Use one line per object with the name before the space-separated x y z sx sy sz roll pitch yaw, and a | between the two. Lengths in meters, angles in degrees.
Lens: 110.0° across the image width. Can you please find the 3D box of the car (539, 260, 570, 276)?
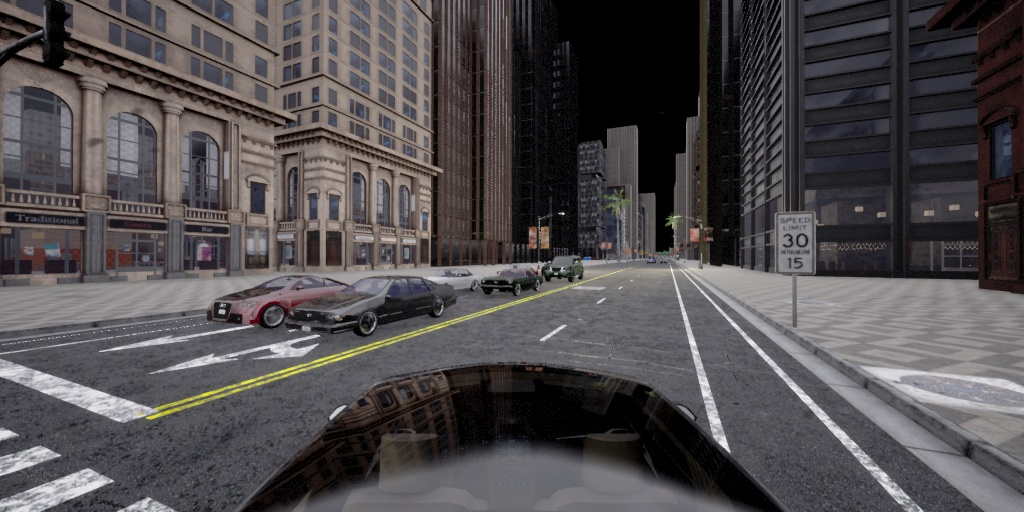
car | 4.601 1.251 37.946 1.882 1.535 5.008 0 0 24

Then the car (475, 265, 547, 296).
car | 0.105 1.358 19.562 1.895 1.301 4.718 0 0 24

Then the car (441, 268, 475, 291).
car | -3.481 1.357 19.468 1.895 1.301 4.718 0 0 24

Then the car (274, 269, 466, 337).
car | -3.721 1.299 10.770 2.033 1.411 5.357 0 0 24

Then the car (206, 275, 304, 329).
car | -6.972 1.316 11.433 1.994 1.385 4.181 0 0 24

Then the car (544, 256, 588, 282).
car | 4.376 0.987 29.369 2.150 2.045 5.566 0 0 23

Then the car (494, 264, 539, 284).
car | 0.495 1.364 28.602 1.895 1.301 4.718 0 0 24
